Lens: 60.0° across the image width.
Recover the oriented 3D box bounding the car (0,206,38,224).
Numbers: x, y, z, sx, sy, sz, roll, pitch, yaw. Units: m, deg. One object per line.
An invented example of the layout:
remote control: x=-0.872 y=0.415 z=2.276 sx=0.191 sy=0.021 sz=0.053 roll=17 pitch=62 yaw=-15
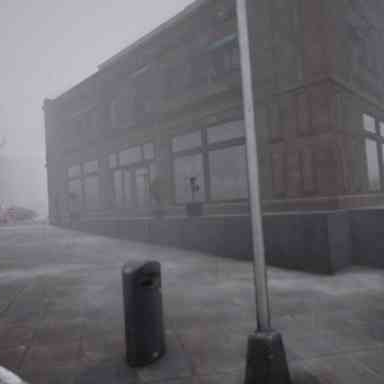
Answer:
car: x=-13.938 y=1.756 z=25.792 sx=1.994 sy=1.385 sz=4.181 roll=-4 pitch=0 yaw=10
